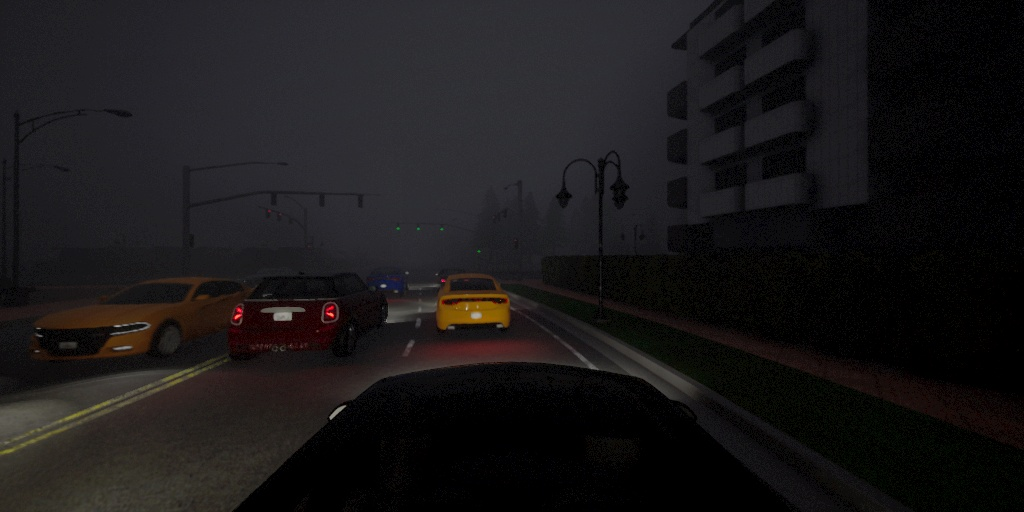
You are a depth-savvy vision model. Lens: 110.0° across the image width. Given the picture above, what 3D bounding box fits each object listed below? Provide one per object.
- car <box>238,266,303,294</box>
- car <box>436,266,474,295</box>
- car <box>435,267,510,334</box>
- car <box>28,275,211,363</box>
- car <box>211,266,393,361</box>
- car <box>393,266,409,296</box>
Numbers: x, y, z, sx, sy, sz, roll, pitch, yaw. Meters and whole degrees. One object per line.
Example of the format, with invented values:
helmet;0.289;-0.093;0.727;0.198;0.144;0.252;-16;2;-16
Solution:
car;-14.647;1.380;22.051;1.812;1.442;4.674;0;0;-14
car;-3.573;1.375;21.724;2.033;1.411;5.357;0;0;-12
car;-1.302;1.263;10.947;1.882;1.535;5.008;0;0;-10
car;-8.011;1.257;8.577;1.882;1.535;5.008;0;0;-10
car;-4.456;1.129;8.613;2.097;1.767;4.553;0;0;-8
car;-6.803;1.299;19.770;1.882;1.535;5.008;0;0;-13
